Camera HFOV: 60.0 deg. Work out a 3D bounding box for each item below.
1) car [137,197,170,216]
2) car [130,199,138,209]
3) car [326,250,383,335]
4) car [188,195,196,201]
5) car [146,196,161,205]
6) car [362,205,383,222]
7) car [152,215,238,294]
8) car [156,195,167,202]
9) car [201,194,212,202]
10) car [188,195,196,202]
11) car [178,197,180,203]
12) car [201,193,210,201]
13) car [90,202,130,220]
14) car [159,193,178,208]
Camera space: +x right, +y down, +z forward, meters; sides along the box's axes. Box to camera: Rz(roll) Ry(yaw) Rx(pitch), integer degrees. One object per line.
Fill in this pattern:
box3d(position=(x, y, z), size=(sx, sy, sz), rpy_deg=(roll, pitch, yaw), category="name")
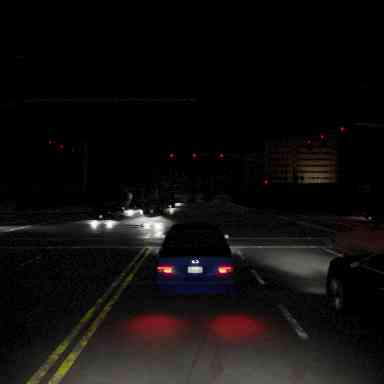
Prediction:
box3d(position=(-3.628, 1.493, 32.418), size=(2.128, 1.511, 4.902), rpy_deg=(0, 0, 0), category="car")
box3d(position=(-7.136, 1.601, 44.290), size=(1.895, 1.301, 4.718), rpy_deg=(0, 0, 0), category="car")
box3d(position=(3.559, 1.491, 4.683), size=(2.128, 1.511, 4.902), rpy_deg=(0, 0, 0), category="car")
box3d(position=(-0.072, 1.425, 84.700), size=(1.994, 1.385, 4.181), rpy_deg=(0, 0, 0), category="car")
box3d(position=(-7.117, 1.547, 62.101), size=(2.033, 1.411, 5.357), rpy_deg=(0, 0, 0), category="car")
box3d(position=(15.252, 1.601, 24.469), size=(4.718, 1.301, 1.895), rpy_deg=(0, 0, -2), category="car")
box3d(position=(0.075, 1.547, 8.926), size=(2.033, 1.411, 5.357), rpy_deg=(0, 0, 0), category="car")
box3d(position=(-7.066, 1.527, 77.566), size=(2.033, 1.411, 5.357), rpy_deg=(0, 0, 0), category="car")
box3d(position=(3.437, 1.344, 74.719), size=(2.097, 1.767, 4.553), rpy_deg=(0, 0, 0), category="car")
box3d(position=(-0.063, 1.531, 74.426), size=(2.033, 1.411, 5.357), rpy_deg=(0, 0, 0), category="car")
box3d(position=(-3.566, 1.601, 68.622), size=(1.895, 1.301, 4.718), rpy_deg=(0, 0, 0), category="car")
box3d(position=(3.428, 1.227, 84.675), size=(2.097, 1.767, 4.553), rpy_deg=(0, 0, 0), category="car")
box3d(position=(-7.124, 1.548, 28.641), size=(2.033, 1.411, 5.357), rpy_deg=(0, 0, 0), category="car")
box3d(position=(-3.641, 1.217, 48.614), size=(2.150, 2.045, 5.566), rpy_deg=(0, 1, 0), category="car")
